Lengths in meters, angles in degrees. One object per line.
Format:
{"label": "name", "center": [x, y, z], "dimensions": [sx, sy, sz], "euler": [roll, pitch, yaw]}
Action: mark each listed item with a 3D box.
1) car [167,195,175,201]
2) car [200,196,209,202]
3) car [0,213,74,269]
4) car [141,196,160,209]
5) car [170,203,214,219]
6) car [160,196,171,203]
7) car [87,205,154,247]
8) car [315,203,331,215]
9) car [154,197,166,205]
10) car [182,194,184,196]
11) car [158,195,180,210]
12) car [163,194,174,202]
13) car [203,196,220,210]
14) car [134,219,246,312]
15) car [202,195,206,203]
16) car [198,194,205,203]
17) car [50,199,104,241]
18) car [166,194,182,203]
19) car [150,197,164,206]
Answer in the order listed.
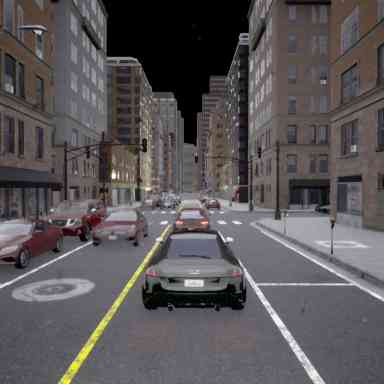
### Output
{"label": "car", "center": [-5.773, 1.546, 93.758], "dimensions": [1.967, 1.590, 4.097], "euler": [-1, 0, 0]}
{"label": "car", "center": [2.770, 1.616, 77.090], "dimensions": [1.887, 1.381, 4.507], "euler": [-1, 0, 0]}
{"label": "car", "center": [-5.687, 1.581, 11.091], "dimensions": [1.802, 1.307, 4.206], "euler": [-1, 0, 0]}
{"label": "car", "center": [-5.721, 1.600, 43.673], "dimensions": [1.802, 1.307, 4.206], "euler": [-1, 0, 0]}
{"label": "car", "center": [0.003, 1.526, 16.957], "dimensions": [1.812, 1.442, 4.674], "euler": [0, 0, 0]}
{"label": "car", "center": [-5.750, 1.611, 71.497], "dimensions": [2.008, 1.369, 4.403], "euler": [-1, 0, 0]}
{"label": "car", "center": [-3.073, 1.525, 15.225], "dimensions": [1.812, 1.442, 4.674], "euler": [0, 0, 0]}
{"label": "car", "center": [14.829, 1.431, 32.250], "dimensions": [5.357, 1.411, 2.033], "euler": [0, 1, 2]}
{"label": "car", "center": [-5.738, 1.566, 60.198], "dimensions": [1.752, 1.417, 4.829], "euler": [-1, 0, 0]}
{"label": "car", "center": [-3.110, 1.575, 64.767], "dimensions": [1.812, 1.442, 4.674], "euler": [0, 0, 0]}
{"label": "car", "center": [-3.143, 1.511, 44.373], "dimensions": [2.128, 1.511, 4.902], "euler": [0, 0, 0]}
{"label": "car", "center": [-5.764, 1.399, 82.628], "dimensions": [2.192, 1.841, 5.009], "euler": [-1, 0, 0]}
{"label": "car", "center": [2.804, 1.600, 43.710], "dimensions": [1.802, 1.307, 4.206], "euler": [-1, 0, 0]}
{"label": "car", "center": [0.058, 1.563, 7.820], "dimensions": [1.994, 1.385, 4.181], "euler": [0, 0, 1]}
{"label": "car", "center": [2.798, 1.550, 49.443], "dimensions": [1.752, 1.417, 4.829], "euler": [-1, 0, 0]}
{"label": "car", "center": [2.782, 1.595, 65.962], "dimensions": [1.887, 1.381, 4.507], "euler": [-1, 0, 0]}
{"label": "car", "center": [-5.696, 1.315, 16.673], "dimensions": [2.192, 1.841, 5.009], "euler": [-1, 0, 0]}
{"label": "car", "center": [-3.145, 1.524, 54.734], "dimensions": [2.128, 1.511, 4.902], "euler": [0, 0, 0]}
{"label": "car", "center": [-5.733, 1.577, 54.803], "dimensions": [1.887, 1.381, 4.507], "euler": [-1, 0, 0]}
